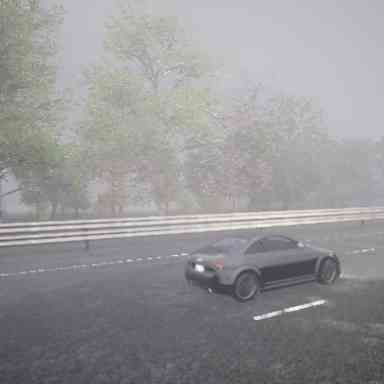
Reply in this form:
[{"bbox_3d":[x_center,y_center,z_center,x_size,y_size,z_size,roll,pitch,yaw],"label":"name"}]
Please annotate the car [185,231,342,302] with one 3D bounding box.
[{"bbox_3d":[1.907,1.718,8.674,4.181,1.385,1.994,0,-1,-30],"label":"car"}]
